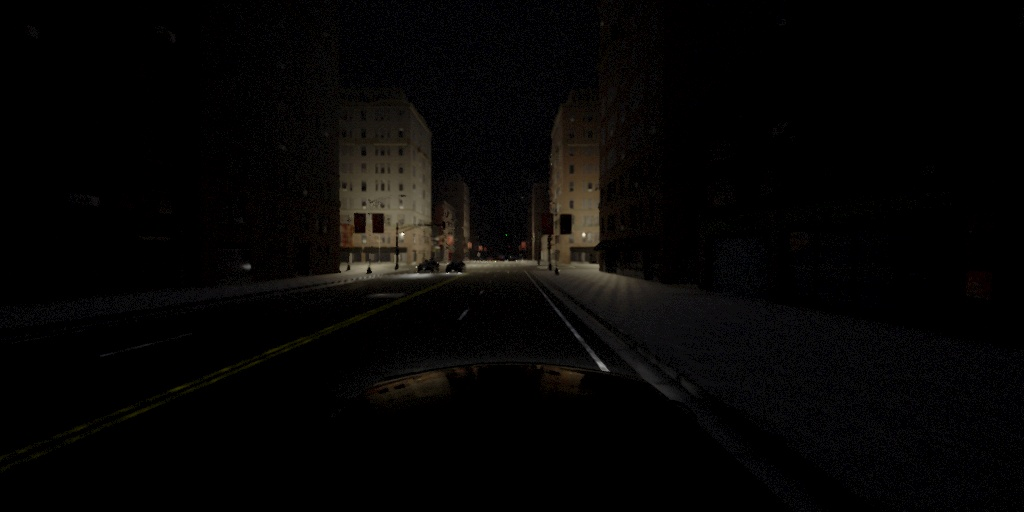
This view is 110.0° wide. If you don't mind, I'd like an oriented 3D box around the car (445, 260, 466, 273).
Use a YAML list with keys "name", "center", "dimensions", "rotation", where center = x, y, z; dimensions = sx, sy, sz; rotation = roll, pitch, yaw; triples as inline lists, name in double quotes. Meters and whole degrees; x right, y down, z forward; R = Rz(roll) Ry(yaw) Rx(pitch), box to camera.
- name: "car"
  center: [-6.500, 1.207, 42.184]
  dimensions: [2.033, 1.411, 5.357]
  rotation: [0, 0, 0]

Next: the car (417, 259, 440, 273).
- name: "car"
  center: [-9.750, 1.143, 42.184]
  dimensions: [2.128, 1.511, 4.902]
  rotation: [0, 0, 0]
